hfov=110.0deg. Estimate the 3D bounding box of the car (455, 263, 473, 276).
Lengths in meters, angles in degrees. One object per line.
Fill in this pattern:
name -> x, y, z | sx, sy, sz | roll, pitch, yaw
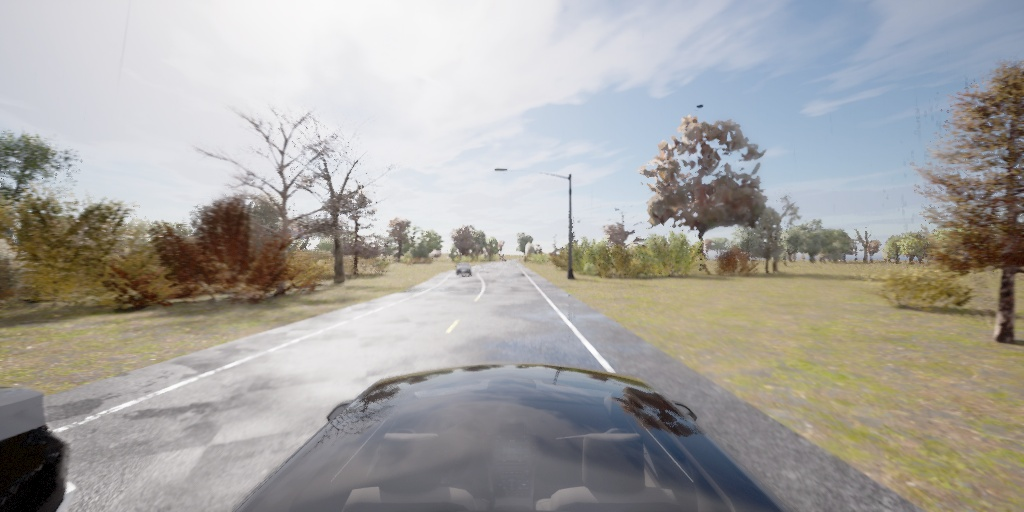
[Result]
car -> -5.851, 1.590, 43.709 | 2.128, 1.511, 4.902 | 0, -1, -6
